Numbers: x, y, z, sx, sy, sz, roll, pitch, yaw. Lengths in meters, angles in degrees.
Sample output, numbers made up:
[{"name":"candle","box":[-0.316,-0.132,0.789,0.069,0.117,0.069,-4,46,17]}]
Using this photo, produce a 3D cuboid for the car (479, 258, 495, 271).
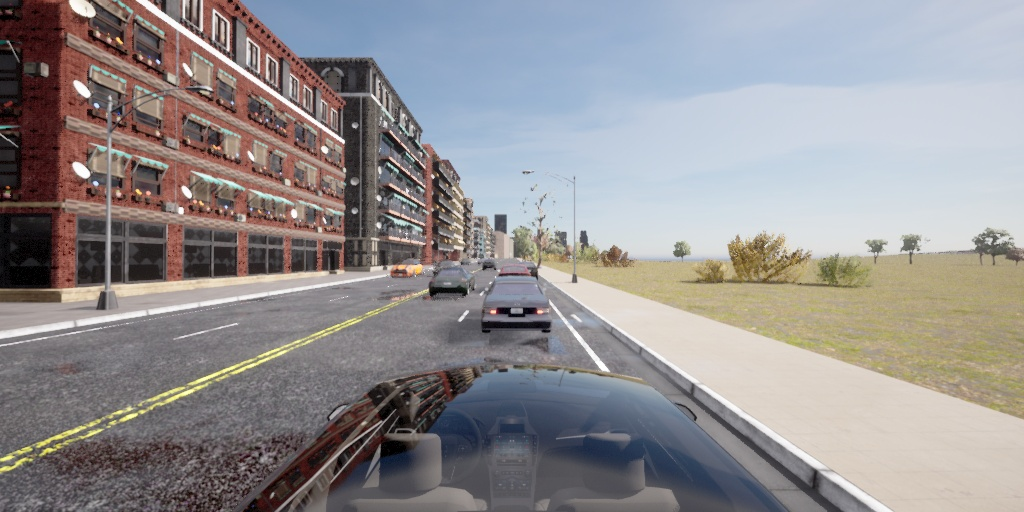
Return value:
[{"name":"car","box":[-3.083,1.245,50.393,1.837,1.490,4.892,0,-2,0]}]

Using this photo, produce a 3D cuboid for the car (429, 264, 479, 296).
[{"name":"car","box":[-3.126,1.313,19.336,1.994,1.385,4.181,0,0,0]}]

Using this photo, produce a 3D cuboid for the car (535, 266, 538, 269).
[{"name":"car","box":[1.180,1.227,30.674,1.882,1.535,5.008,0,0,0]}]

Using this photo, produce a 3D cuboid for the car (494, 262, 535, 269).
[{"name":"car","box":[0.131,1.228,21.235,1.882,1.535,5.008,0,0,0]}]

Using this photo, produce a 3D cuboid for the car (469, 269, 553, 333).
[{"name":"car","box":[0.113,1.298,10.695,2.033,1.411,5.357,0,0,0]}]

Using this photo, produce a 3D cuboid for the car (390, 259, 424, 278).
[{"name":"car","box":[-9.805,1.101,33.706,2.097,1.767,4.553,0,0,0]}]

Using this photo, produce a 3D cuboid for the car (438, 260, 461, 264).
[{"name":"car","box":[-6.552,1.253,35.472,1.837,1.490,4.892,0,0,0]}]
